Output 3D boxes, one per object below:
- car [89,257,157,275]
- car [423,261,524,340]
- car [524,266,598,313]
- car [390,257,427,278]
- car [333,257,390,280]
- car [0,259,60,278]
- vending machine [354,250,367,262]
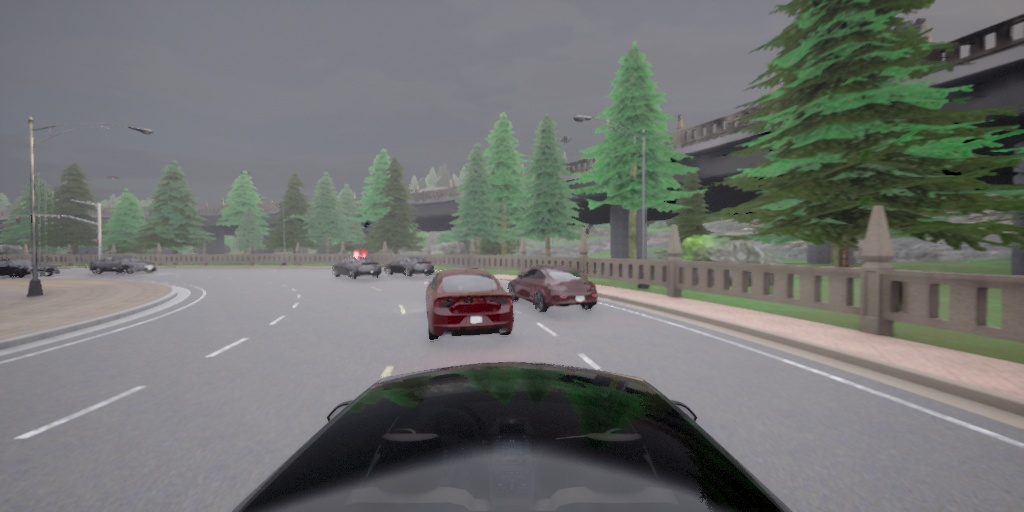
[{"bbox_3d":[-33.275,0.825,30.745,4.902,1.511,2.128,0,1,5],"label":"car"},{"bbox_3d":[-1.322,1.084,9.653,1.882,1.535,5.008,0,1,-14],"label":"car"},{"bbox_3d":[1.311,1.062,12.857,1.812,1.442,4.674,0,1,-18],"label":"car"},{"bbox_3d":[-7.877,0.792,27.313,4.902,1.511,2.128,1,1,45],"label":"car"},{"bbox_3d":[-11.135,0.836,25.623,4.902,1.511,2.128,1,1,43],"label":"car"},{"bbox_3d":[-38.336,0.959,27.632,5.357,1.411,2.033,0,1,4],"label":"car"},{"bbox_3d":[-15.983,0.329,37.916,0.880,2.100,1.100,0,0,25],"label":"vending machine"}]
